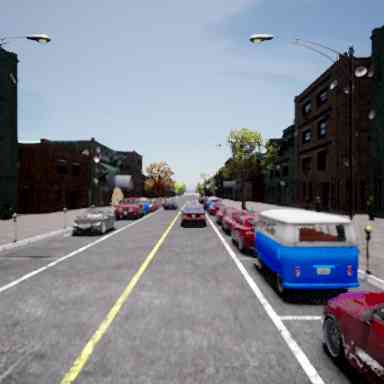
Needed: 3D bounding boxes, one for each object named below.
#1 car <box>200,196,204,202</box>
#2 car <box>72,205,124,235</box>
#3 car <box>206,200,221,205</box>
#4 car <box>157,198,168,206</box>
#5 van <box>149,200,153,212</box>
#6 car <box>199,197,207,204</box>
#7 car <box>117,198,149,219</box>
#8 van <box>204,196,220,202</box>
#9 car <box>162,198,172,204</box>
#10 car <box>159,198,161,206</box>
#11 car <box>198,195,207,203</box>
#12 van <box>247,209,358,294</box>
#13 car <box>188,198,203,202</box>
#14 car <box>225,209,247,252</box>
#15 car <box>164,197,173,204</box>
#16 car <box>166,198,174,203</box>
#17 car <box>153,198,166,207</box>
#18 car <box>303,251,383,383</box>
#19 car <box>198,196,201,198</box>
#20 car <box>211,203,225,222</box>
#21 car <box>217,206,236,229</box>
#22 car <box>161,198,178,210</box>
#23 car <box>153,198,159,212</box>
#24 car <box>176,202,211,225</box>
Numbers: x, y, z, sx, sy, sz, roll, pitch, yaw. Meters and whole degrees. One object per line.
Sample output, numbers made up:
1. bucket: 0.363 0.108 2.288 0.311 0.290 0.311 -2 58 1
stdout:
1. car: 2.715 1.610 47.493 2.192 1.841 5.009 -1 0 0
2. car: -5.680 1.675 19.753 2.008 1.369 4.403 -1 0 0
3. car: 2.710 1.809 36.395 1.802 1.307 4.206 -1 0 0
4. car: -5.654 1.942 64.139 1.887 1.381 4.507 -1 0 0
5. van: -5.673 1.568 36.399 1.690 1.788 3.998 -1 0 0
6. car: 2.737 2.025 80.950 1.752 1.417 4.829 -1 0 0
7. car: -5.676 1.508 30.851 2.192 1.841 5.009 -1 0 0
8. van: 2.711 1.602 41.945 1.690 1.788 3.998 -1 0 0
9. car: -5.647 2.047 75.235 1.802 1.307 4.206 -1 0 0
10. car: -5.664 1.840 47.495 1.887 1.381 4.507 -1 0 0
11. car: 2.738 1.848 86.331 2.192 1.841 5.009 -1 0 0
12. van: 2.691 1.396 8.655 1.690 1.788 3.998 -1 0 0
13. car: 0.128 1.883 45.314 1.895 1.301 4.718 0 0 0
14. car: 2.697 1.634 14.202 1.887 1.381 4.507 -1 0 0
15. car: -5.644 2.050 80.784 2.008 1.369 4.403 -1 0 0
16. car: -5.640 2.115 86.332 1.802 1.307 4.206 -1 0 0
17. car: -5.658 1.804 58.592 1.967 1.590 4.097 -1 0 0
18. car: 2.691 1.602 3.105 1.802 1.307 4.206 -1 0 0
19. car: 2.733 2.031 75.233 1.947 1.339 4.313 -1 0 0
20. car: 2.704 1.740 25.298 1.802 1.307 4.206 -1 0 0
21. car: 2.700 1.705 19.750 1.802 1.307 4.206 -1 0 0
22. car: -2.975 1.863 47.663 1.994 1.385 4.181 0 0 0
23. car: -5.668 1.702 41.947 1.967 1.590 4.097 -1 0 0
24. car: 0.115 1.705 25.254 2.033 1.411 5.357 0 0 0
